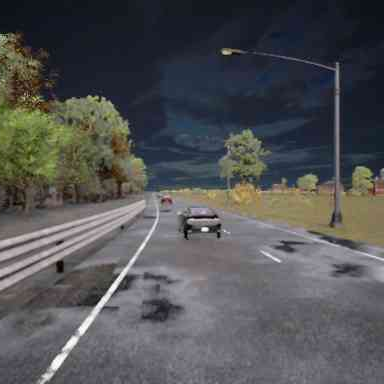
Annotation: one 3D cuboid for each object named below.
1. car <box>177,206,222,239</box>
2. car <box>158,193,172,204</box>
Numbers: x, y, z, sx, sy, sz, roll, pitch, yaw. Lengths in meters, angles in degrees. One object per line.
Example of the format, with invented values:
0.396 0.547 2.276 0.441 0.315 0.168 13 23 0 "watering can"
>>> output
0.304 1.471 17.344 2.128 1.511 4.902 0 0 -7 "car"
-4.629 1.384 60.286 1.882 1.535 5.008 0 0 -7 "car"
